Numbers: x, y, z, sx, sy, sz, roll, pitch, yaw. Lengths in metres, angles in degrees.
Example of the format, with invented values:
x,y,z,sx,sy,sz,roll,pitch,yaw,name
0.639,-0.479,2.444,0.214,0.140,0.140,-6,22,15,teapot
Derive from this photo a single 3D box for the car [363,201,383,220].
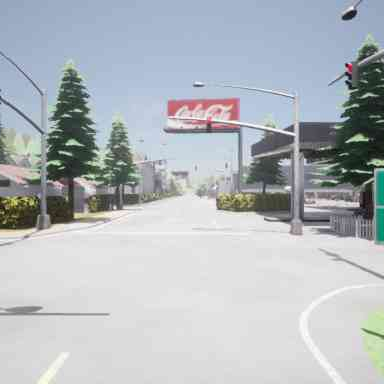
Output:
x,y,z,sx,sy,sz,roll,pitch,yaw,name
18.623,1.672,30.704,4.611,1.667,2.242,0,0,0,car

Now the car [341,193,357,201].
x,y,z,sx,sy,sz,roll,pitch,yaw,name
34.737,1.489,71.931,2.007,1.523,4.514,0,0,0,car

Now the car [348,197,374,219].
x,y,z,sx,sy,sz,roll,pitch,yaw,name
14.310,1.504,25.024,3.866,1.878,1.905,0,0,0,car

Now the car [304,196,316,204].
x,y,z,sx,sy,sz,roll,pitch,yaw,name
22.351,1.552,64.110,1.970,1.475,3.806,0,0,0,car
